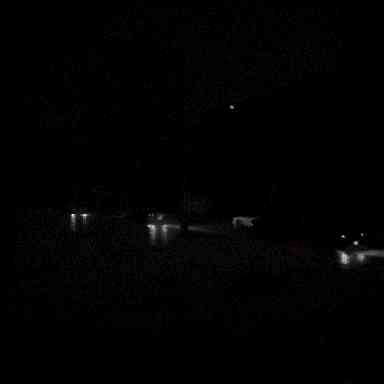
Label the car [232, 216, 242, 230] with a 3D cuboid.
[{"bbox_3d":[4.709,1.873,21.141,1.895,1.301,4.718,2,-2,-35],"label":"car"}]

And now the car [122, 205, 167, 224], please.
[{"bbox_3d":[-3.897,1.840,28.219,2.128,1.511,4.902,2,-2,-35],"label":"car"}]

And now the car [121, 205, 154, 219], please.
[{"bbox_3d":[-6.000,2.113,36.291,1.994,1.385,4.181,2,-2,-35],"label":"car"}]

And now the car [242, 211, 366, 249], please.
[{"bbox_3d":[5.068,1.691,15.531,2.033,1.411,5.357,2,-2,-35],"label":"car"}]

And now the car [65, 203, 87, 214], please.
[{"bbox_3d":[-15.845,2.231,45.275,1.812,1.442,4.674,2,-2,-35],"label":"car"}]
